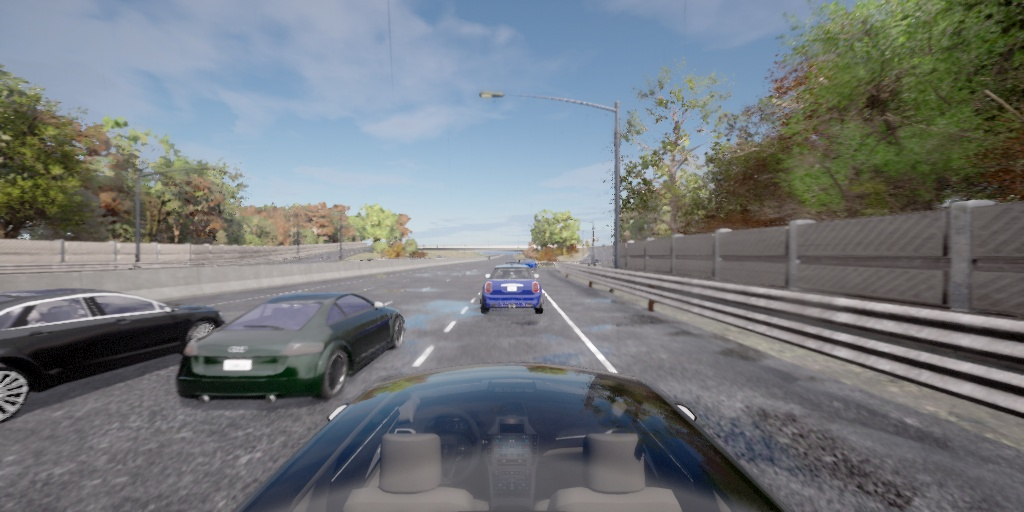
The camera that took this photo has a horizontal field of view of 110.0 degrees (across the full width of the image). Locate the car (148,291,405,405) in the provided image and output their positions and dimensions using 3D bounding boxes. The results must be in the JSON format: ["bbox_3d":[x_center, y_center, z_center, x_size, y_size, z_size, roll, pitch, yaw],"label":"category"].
[{"bbox_3d":[-3.397,1.315,6.446,1.994,1.385,4.181,0,0,0],"label":"car"}]

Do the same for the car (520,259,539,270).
[{"bbox_3d":[2.710,1.320,54.658,1.882,1.535,5.008,1,-1,14],"label":"car"}]

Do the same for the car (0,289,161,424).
[{"bbox_3d":[-6.898,1.243,5.528,2.128,1.511,4.902,0,0,0],"label":"car"}]

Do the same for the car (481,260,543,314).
[{"bbox_3d":[0.003,1.105,14.002,2.097,1.767,4.553,0,0,0],"label":"car"}]
